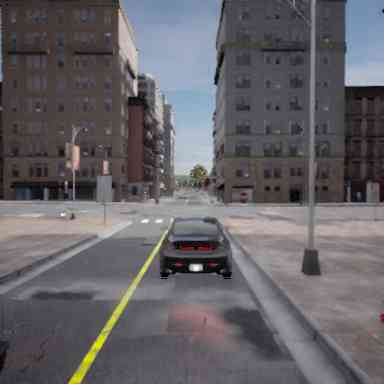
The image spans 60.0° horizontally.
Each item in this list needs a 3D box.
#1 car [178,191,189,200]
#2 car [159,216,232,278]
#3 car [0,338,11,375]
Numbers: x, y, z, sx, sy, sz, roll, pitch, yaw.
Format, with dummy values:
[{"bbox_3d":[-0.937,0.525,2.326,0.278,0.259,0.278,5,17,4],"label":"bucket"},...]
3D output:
[{"bbox_3d":[-2.411,1.176,83.429,1.812,1.442,4.674,0,0,0],"label":"car"},{"bbox_3d":[0.097,1.471,9.997,1.837,1.490,4.892,0,0,0],"label":"car"},{"bbox_3d":[-2.848,1.543,1.164,2.033,1.411,5.357,0,0,0],"label":"car"}]
